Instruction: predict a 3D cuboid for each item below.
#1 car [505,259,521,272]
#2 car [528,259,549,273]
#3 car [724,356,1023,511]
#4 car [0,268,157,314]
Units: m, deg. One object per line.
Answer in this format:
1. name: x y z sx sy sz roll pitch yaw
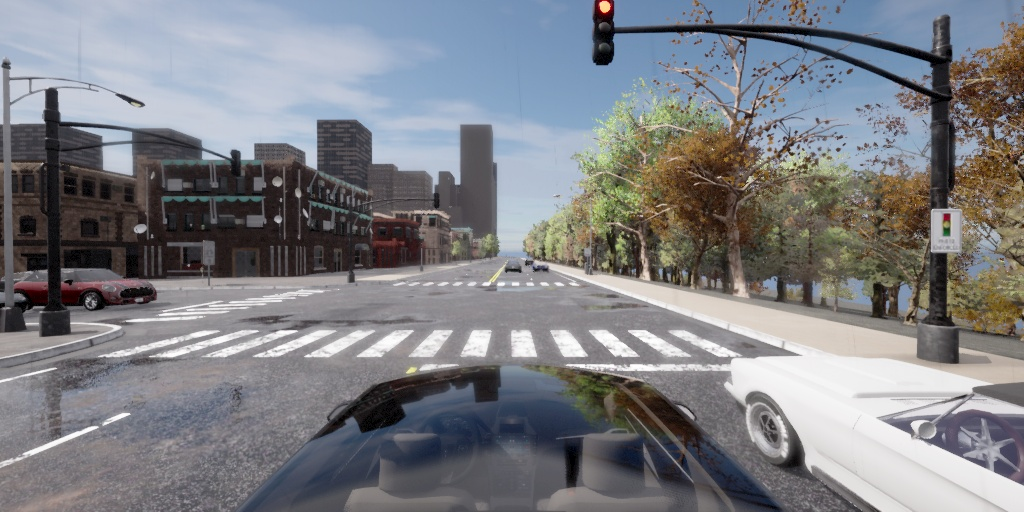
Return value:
1. car: 0.148 1.299 44.856 1.994 1.385 4.181 0 0 0
2. car: 3.397 1.336 43.994 1.895 1.301 4.718 0 0 0
3. car: 3.350 1.351 1.940 1.895 1.301 4.718 0 0 0
4. car: -18.016 1.302 15.233 4.553 1.767 2.097 -1 1 2
